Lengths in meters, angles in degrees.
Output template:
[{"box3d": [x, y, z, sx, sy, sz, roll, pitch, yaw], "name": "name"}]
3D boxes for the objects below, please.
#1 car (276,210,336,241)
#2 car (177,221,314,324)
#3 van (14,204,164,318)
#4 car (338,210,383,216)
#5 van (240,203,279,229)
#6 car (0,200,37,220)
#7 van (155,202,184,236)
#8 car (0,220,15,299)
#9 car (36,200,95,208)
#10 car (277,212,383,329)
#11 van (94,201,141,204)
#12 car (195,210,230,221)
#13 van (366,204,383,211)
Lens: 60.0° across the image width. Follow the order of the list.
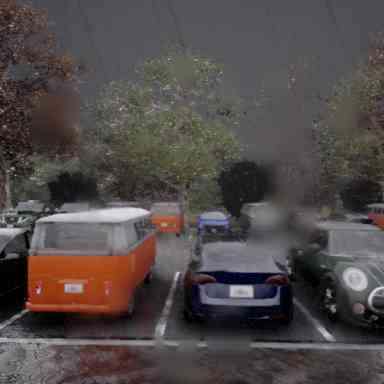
[{"box3d": [6.802, 1.941, 20.514, 2.163, 1.488, 4.792, 0, -1, 2], "name": "car"}, {"box3d": [0.845, 1.663, 7.595, 2.163, 1.488, 4.792, 0, -1, 2], "name": "car"}, {"box3d": [-1.927, 1.394, 7.763, 1.878, 1.987, 4.442, 0, -1, 2], "name": "van"}, {"box3d": [9.441, 1.967, 20.442, 2.163, 1.488, 4.792, 1, -1, 2], "name": "car"}, {"box3d": [4.050, 1.662, 20.457, 1.878, 1.987, 4.442, 0, -1, 1], "name": "van"}, {"box3d": [-9.808, 1.558, 20.917, 2.435, 2.045, 5.566, 0, -1, 2], "name": "car"}, {"box3d": [-1.498, 1.632, 20.833, 1.878, 1.987, 4.442, 0, -1, 2], "name": "van"}, {"box3d": [-4.707, 1.631, 7.688, 2.163, 1.488, 4.792, 0, -1, 2], "name": "car"}, {"box3d": [-7.039, 1.574, 20.841, 2.435, 2.045, 5.566, 0, -1, 2], "name": "car"}, {"box3d": [3.618, 1.526, 7.524, 2.185, 1.767, 4.553, 0, -1, 2], "name": "car"}, {"box3d": [-4.273, 1.613, 20.676, 1.878, 1.987, 4.442, 0, -1, 2], "name": "van"}, {"box3d": [1.267, 1.871, 20.642, 2.097, 1.535, 5.008, 0, -1, 2], "name": "car"}, {"box3d": [12.216, 1.746, 20.458, 1.878, 1.987, 4.442, 1, -1, 2], "name": "van"}]
